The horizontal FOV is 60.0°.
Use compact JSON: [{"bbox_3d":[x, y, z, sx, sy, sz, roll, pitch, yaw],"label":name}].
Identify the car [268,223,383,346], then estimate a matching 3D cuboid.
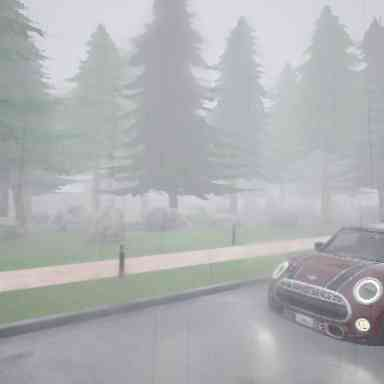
[{"bbox_3d":[3.612,1.436,6.482,4.553,1.767,2.097,1,0,-35],"label":"car"}]
